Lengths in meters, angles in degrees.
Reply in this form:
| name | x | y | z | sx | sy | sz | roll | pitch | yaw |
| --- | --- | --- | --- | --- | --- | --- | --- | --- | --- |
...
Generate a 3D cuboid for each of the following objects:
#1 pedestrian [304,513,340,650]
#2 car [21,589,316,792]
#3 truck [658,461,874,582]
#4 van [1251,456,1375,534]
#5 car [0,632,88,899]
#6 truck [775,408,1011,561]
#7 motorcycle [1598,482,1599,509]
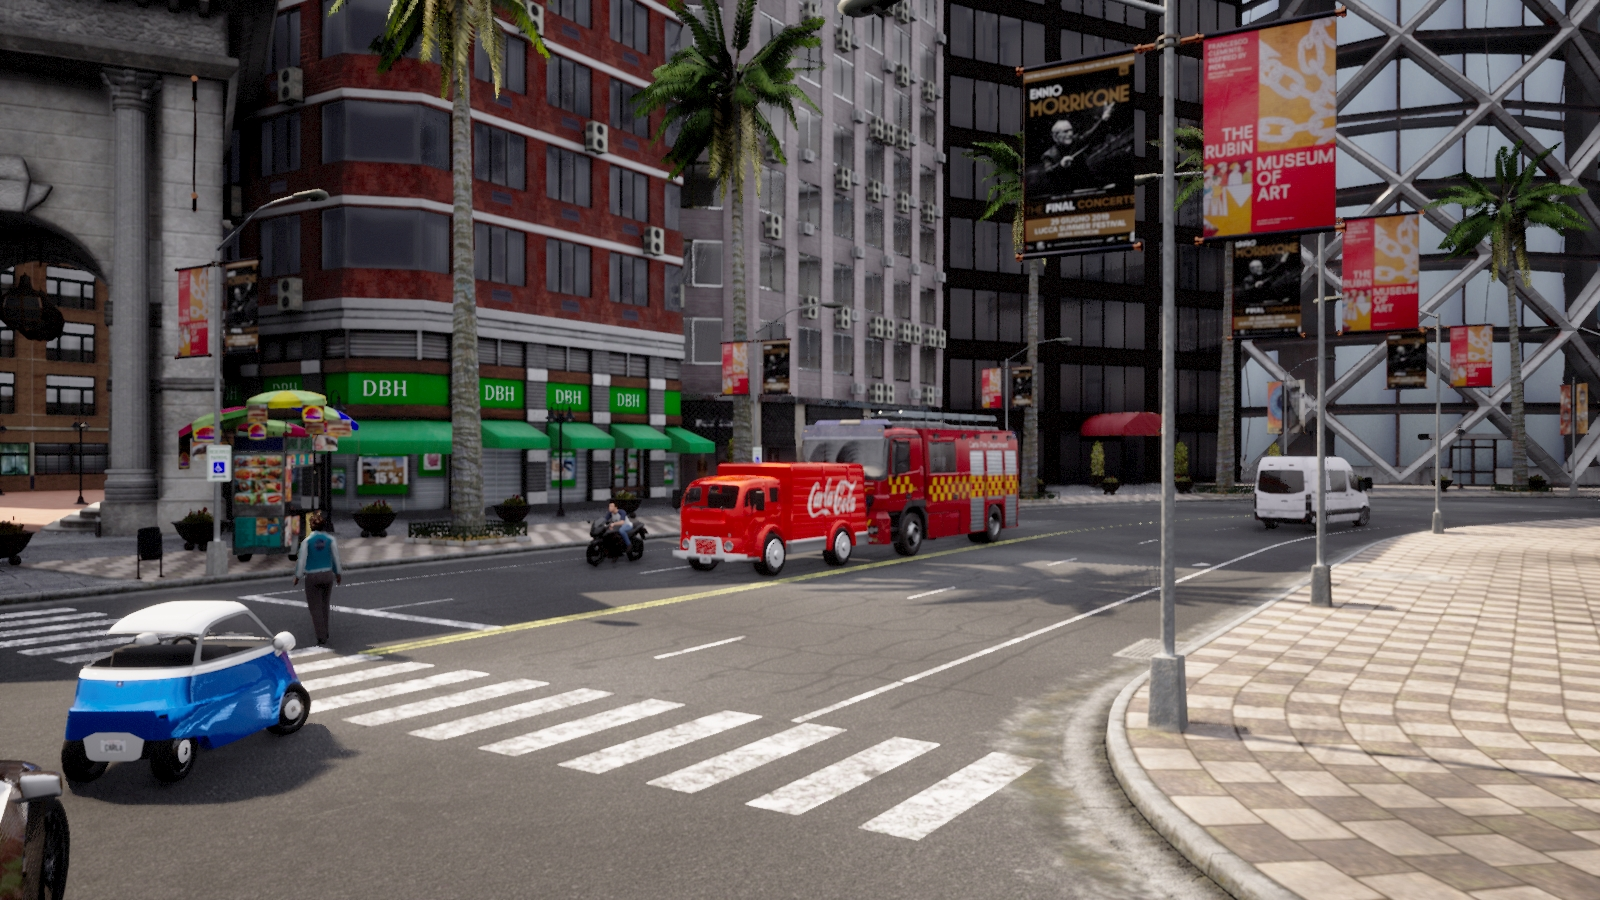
| name | x | y | z | sx | sy | sz | roll | pitch | yaw |
| --- | --- | --- | --- | --- | --- | --- | --- | --- | --- |
| pedestrian | -6.667 | 1.819 | 15.934 | 0.375 | 1.860 | 0.375 | 0 | 0 | -37 |
| car | -5.619 | 2.098 | 10.431 | 1.481 | 1.376 | 2.207 | 0 | 0 | 0 |
| truck | -0.656 | 1.535 | 26.930 | 2.627 | 2.467 | 5.204 | 0 | 0 | 32 |
| van | 18.369 | 1.514 | 40.749 | 5.915 | 2.561 | 1.988 | 0 | 0 | -44 |
| car | -4.163 | 1.979 | 4.490 | 2.152 | 1.651 | 5.027 | 0 | 0 | -34 |
| truck | 2.947 | 0.856 | 32.746 | 2.891 | 3.827 | 8.468 | 0 | 0 | 35 |
| motorcycle | 39.222 | 2.166 | 54.166 | 2.356 | 1.277 | 0.764 | 0 | 1 | -7 |
